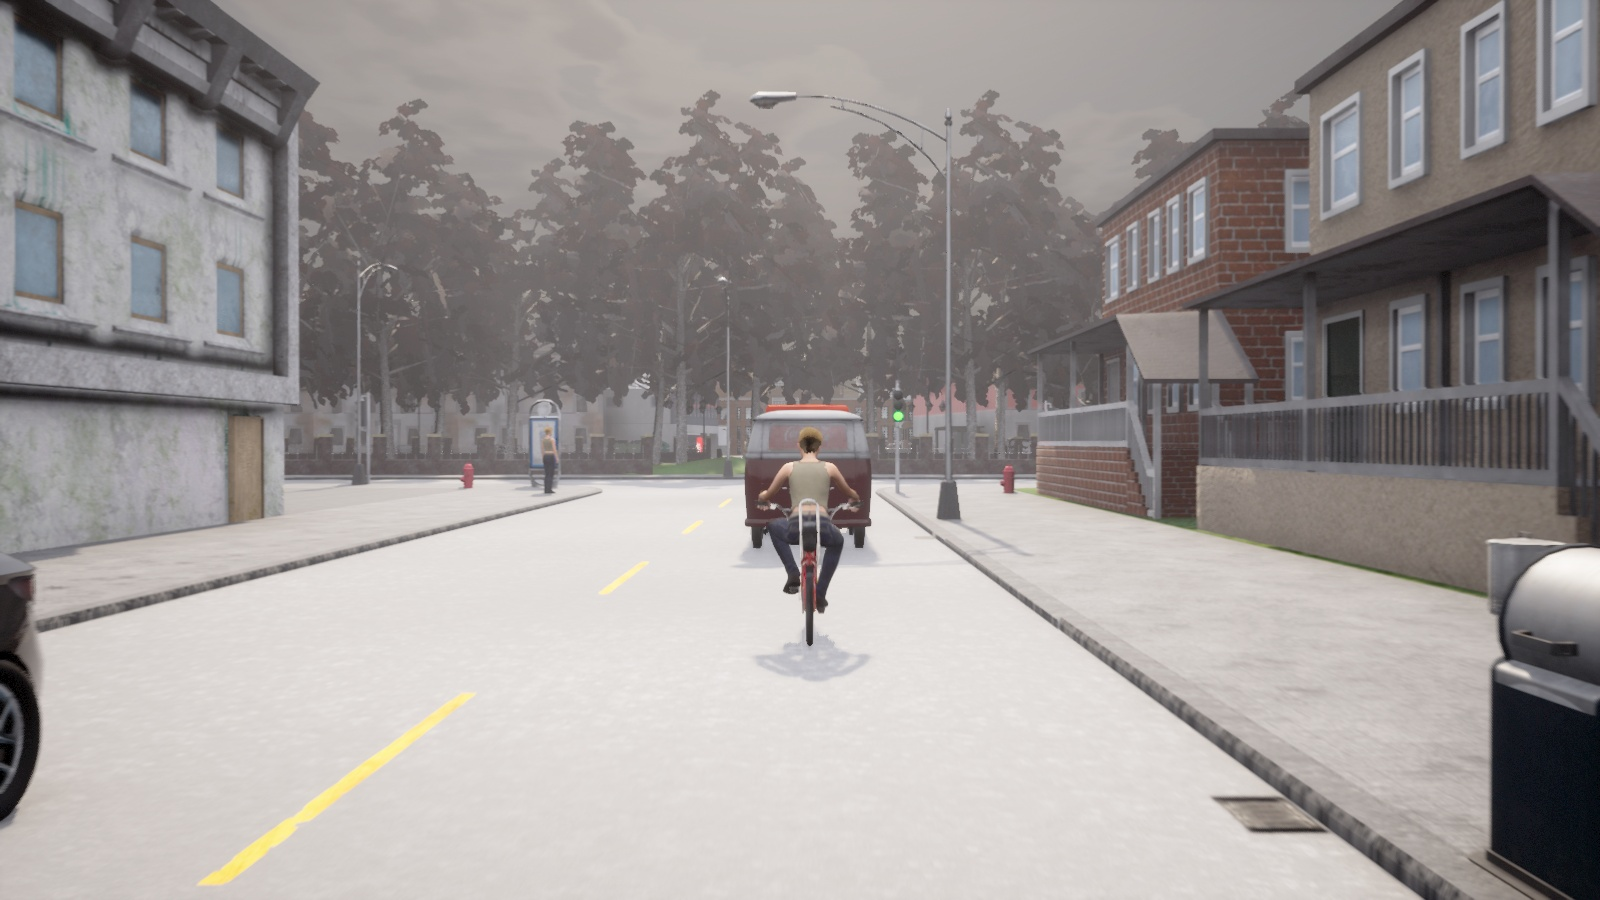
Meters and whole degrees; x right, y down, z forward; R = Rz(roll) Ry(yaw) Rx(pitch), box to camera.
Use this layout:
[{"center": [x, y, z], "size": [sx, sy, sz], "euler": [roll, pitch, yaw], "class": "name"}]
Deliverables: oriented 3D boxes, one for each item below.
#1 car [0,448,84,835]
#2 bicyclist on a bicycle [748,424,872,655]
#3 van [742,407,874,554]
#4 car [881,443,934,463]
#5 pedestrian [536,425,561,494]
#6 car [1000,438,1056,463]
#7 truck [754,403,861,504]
[{"center": [-3.966, 0.738, 3.250], "size": [1.816, 1.474, 4.193], "euler": [0, 0, 0], "class": "car"}, {"center": [0.070, 0.630, 9.549], "size": [0.866, 1.612, 1.509], "euler": [0, 0, 0], "class": "bicyclist on a bicycle"}, {"center": [0.122, 0.392, 19.180], "size": [1.775, 1.987, 4.442], "euler": [0, 0, 0], "class": "van"}, {"center": [8.035, 0.186, 94.156], "size": [3.806, 1.475, 1.970], "euler": [0, 0, 1], "class": "car"}, {"center": [-6.815, 0.258, 34.018], "size": [0.345, 1.836, 0.594], "euler": [0, 0, 32], "class": "pedestrian"}, {"center": [17.075, 0.024, 94.112], "size": [3.866, 1.878, 1.905], "euler": [0, 0, 0], "class": "car"}, {"center": [0.203, 0.071, 33.495], "size": [2.627, 2.467, 5.204], "euler": [0, 0, 0], "class": "truck"}]
